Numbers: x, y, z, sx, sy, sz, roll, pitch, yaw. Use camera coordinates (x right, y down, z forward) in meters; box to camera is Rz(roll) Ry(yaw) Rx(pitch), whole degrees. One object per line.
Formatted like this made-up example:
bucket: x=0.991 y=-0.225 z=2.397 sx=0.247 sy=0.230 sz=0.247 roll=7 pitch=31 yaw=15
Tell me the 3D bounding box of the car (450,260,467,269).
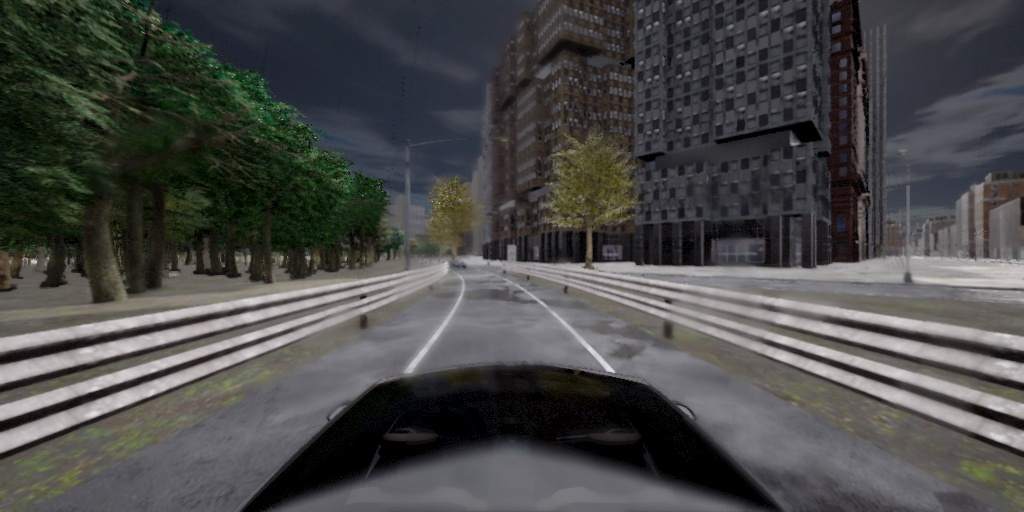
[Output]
car: x=-8.008 y=1.237 z=53.191 sx=1.895 sy=1.301 sz=4.718 roll=0 pitch=0 yaw=-19
